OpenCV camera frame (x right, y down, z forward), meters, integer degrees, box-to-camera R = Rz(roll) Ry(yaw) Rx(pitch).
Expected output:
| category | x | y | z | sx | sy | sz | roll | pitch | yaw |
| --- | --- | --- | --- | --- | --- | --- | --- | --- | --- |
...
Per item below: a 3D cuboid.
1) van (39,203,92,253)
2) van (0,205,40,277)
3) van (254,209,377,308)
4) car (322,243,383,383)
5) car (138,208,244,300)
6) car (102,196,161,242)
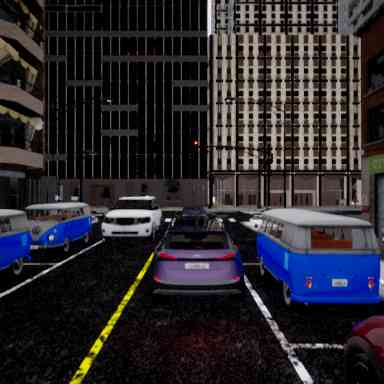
| category | x | y | z | sx | sy | sz | roll | pitch | yaw |
| --- | --- | --- | --- | --- | --- | --- | --- | --- | --- |
| van | -5.314 | 1.343 | 13.308 | 1.690 | 1.788 | 3.998 | 0 | 0 | 0 |
| van | -5.312 | 1.341 | 7.618 | 1.690 | 1.788 | 3.998 | 0 | 0 | 0 |
| van | 2.568 | 1.341 | 7.625 | 1.690 | 1.788 | 3.998 | 0 | 0 | 0 |
| car | 2.569 | 1.440 | 1.935 | 1.967 | 1.590 | 4.097 | 0 | 0 | 0 |
| car | 0.098 | 1.430 | 8.381 | 2.033 | 1.649 | 4.856 | 0 | 0 | 0 |
| car | -2.773 | 1.229 | 16.582 | 2.150 | 2.045 | 5.566 | 0 | 0 | 0 |
